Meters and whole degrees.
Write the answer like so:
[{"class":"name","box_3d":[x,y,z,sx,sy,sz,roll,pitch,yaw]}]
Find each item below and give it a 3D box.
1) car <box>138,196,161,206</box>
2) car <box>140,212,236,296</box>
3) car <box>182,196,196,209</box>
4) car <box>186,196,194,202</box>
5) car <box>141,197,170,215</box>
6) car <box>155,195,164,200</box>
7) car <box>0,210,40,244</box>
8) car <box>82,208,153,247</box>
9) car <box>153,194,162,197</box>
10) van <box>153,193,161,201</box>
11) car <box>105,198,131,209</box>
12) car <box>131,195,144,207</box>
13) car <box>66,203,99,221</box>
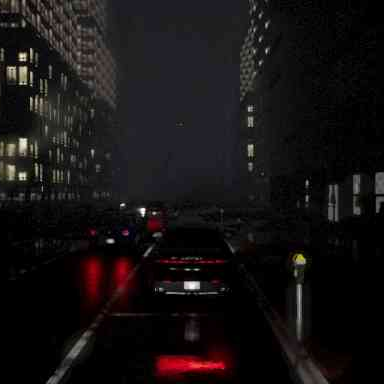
[{"class":"car","box_3d":[-6.148,1.579,48.575,1.895,1.301,4.718,0,0,0]},{"class":"car","box_3d":[0.000,1.503,8.649,1.837,1.490,4.892,0,0,0]},{"class":"car","box_3d":[-0.452,1.548,44.248,1.947,1.339,4.313,0,0,0]},{"class":"car","box_3d":[-0.452,1.533,78.399,1.802,1.307,4.206,0,0,0]},{"class":"car","box_3d":[-3.141,1.499,30.249,1.837,1.490,4.892,0,0,0]},{"class":"car","box_3d":[-8.832,1.503,89.799,1.947,1.339,4.313,0,0,0]},{"class":"car","box_3d":[-8.833,1.563,15.800,1.947,1.339,4.313,0,0,0]},{"class":"car","box_3d":[-3.143,1.598,15.050,1.895,1.301,4.718,0,0,0]},{"class":"car","box_3d":[-8.832,1.391,78.413,1.967,1.590,4.097,0,0,0]},{"class":"van","box_3d":[-8.831,1.285,84.106,1.690,1.788,3.998,0,0,0]},{"class":"car","box_3d":[-8.833,1.537,38.569,2.008,1.369,4.403,0,0,0]},{"class":"car","box_3d":[-8.832,1.523,49.953,1.887,1.381,4.507,0,0,0]},{"class":"car","box_3d":[-8.832,1.574,27.183,1.802,1.307,4.206,0,0,0]}]
